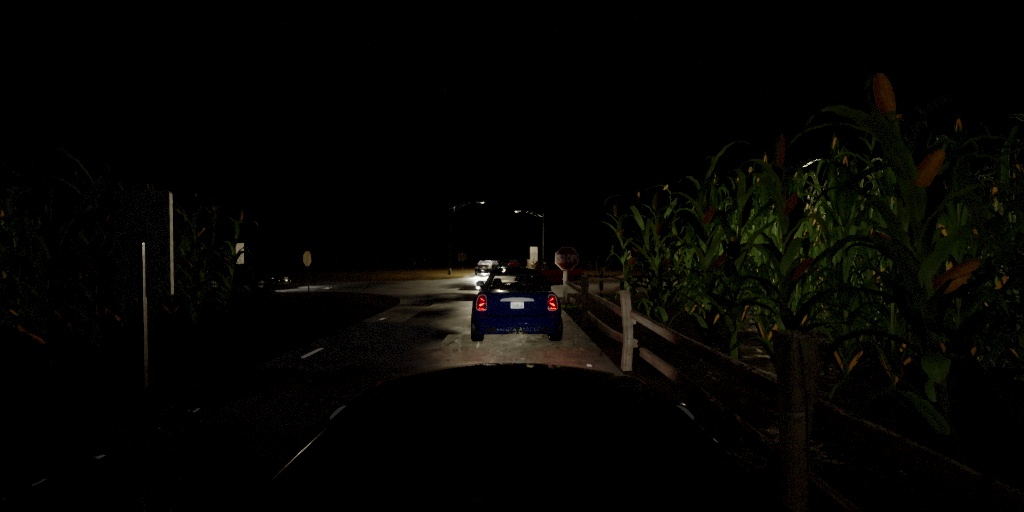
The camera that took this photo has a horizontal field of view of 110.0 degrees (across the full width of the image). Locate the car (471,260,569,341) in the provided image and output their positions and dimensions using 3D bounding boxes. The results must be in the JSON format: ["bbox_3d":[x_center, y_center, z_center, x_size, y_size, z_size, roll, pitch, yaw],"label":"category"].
[{"bbox_3d":[0.059,1.099,9.993,2.097,1.767,4.553,0,0,-2],"label":"car"}]

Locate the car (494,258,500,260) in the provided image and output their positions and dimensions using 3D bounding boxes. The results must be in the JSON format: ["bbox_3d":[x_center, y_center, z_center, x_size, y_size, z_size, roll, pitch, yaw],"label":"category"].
[{"bbox_3d":[-2.810,1.214,38.158,2.128,1.511,4.902,0,0,2],"label":"car"}]

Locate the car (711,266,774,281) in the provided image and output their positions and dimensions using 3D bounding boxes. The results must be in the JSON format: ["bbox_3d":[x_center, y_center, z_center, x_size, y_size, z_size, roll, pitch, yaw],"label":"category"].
[{"bbox_3d":[16.018,1.186,25.399,5.008,1.535,1.882,0,1,0],"label":"car"}]

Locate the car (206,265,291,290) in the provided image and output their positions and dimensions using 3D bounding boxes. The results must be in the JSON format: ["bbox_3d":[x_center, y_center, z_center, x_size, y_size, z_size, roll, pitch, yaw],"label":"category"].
[{"bbox_3d":[-16.557,1.291,22.488,4.892,1.490,1.837,0,1,0],"label":"car"}]

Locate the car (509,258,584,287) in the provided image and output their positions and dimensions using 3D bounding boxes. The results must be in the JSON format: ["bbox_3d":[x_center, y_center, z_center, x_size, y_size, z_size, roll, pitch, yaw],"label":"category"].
[{"bbox_3d":[2.369,1.106,22.804,4.553,1.767,2.097,0,0,-29],"label":"car"}]

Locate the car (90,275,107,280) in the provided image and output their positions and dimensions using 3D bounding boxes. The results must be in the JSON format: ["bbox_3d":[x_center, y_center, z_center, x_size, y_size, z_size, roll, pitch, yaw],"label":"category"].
[{"bbox_3d":[-26.537,1.375,22.523,4.181,1.385,1.994,0,1,1],"label":"car"}]
